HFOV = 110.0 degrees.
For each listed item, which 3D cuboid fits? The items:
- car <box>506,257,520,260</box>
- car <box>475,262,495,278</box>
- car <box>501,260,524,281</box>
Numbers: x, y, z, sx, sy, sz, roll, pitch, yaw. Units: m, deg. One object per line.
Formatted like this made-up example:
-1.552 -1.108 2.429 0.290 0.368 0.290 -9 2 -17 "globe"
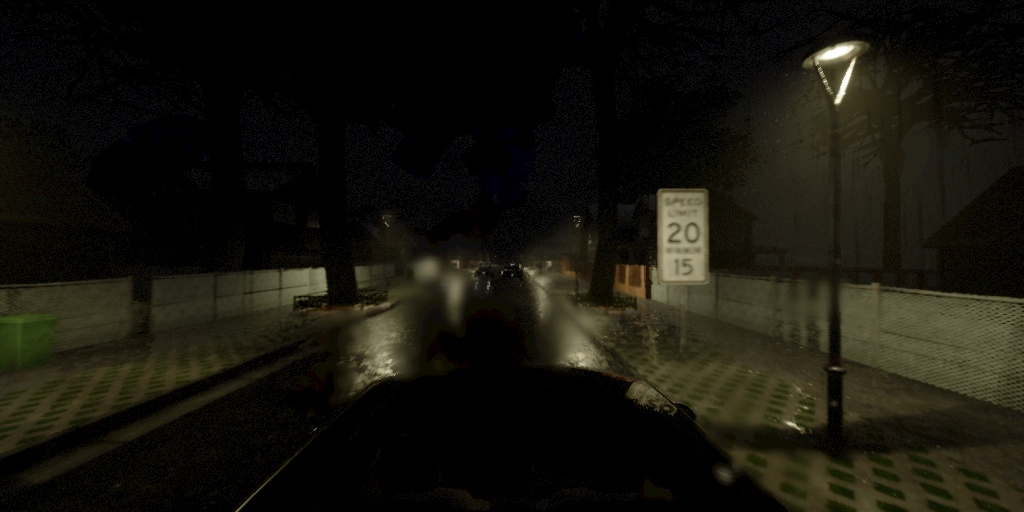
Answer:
0.086 1.197 44.658 2.150 2.045 5.566 0 0 1 "car"
-2.706 1.400 36.825 2.128 1.511 4.902 0 0 0 "car"
0.043 1.364 31.548 2.128 1.511 4.902 0 0 0 "car"
